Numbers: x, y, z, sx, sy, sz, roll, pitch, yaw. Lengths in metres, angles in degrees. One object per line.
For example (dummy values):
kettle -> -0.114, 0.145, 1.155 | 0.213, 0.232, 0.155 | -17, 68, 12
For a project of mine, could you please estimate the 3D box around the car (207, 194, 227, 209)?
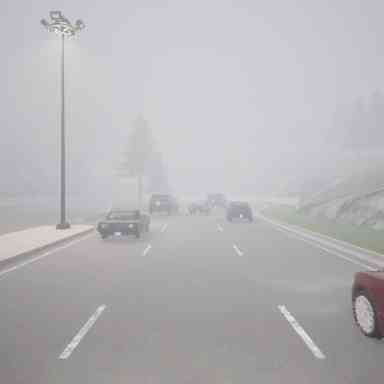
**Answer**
car -> 3.391, 1.221, 44.408 | 2.150, 2.045, 5.566 | 0, 0, 16

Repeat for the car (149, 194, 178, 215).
car -> -2.814, 1.221, 33.538 | 2.150, 2.045, 5.566 | 0, 0, 7

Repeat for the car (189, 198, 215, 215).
car -> 0.924, 1.601, 34.355 | 1.895, 1.301, 4.718 | 0, 0, 9

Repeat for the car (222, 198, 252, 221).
car -> 3.731, 1.505, 27.028 | 1.837, 1.490, 4.892 | 0, 0, 2

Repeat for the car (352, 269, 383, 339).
car -> 3.601, 1.478, 3.568 | 1.882, 1.535, 5.008 | 0, 0, 0

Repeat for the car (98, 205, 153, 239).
car -> -3.398, 1.601, 17.473 | 1.895, 1.301, 4.718 | 0, 0, 0
